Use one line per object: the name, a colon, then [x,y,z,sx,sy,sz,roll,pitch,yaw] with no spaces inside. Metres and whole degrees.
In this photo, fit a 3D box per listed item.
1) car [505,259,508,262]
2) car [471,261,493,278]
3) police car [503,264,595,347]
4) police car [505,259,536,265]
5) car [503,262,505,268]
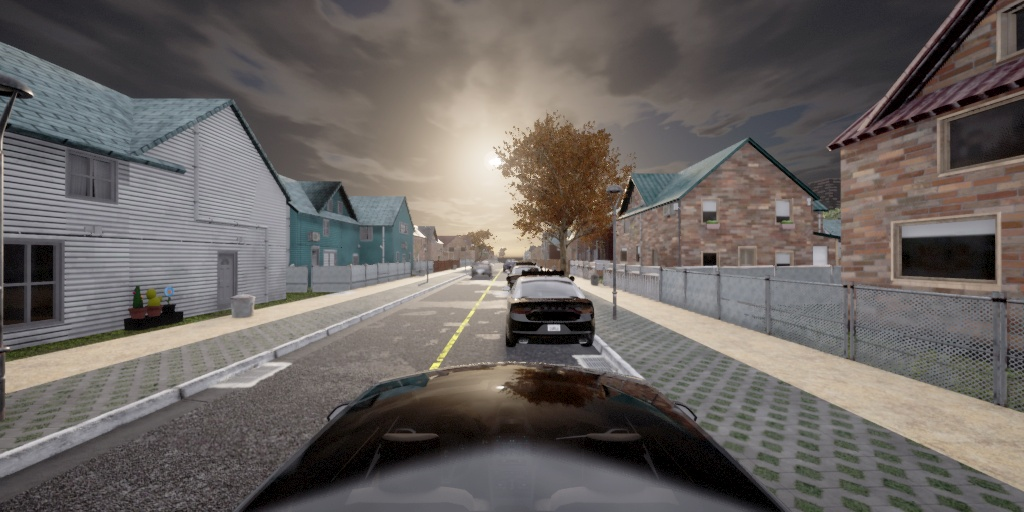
car: [0.733,1.113,25.336,2.097,1.767,4.553,0,0,0]
car: [-2.878,1.272,34.802,2.128,1.511,4.902,0,0,0]
police car: [0.796,1.178,9.476,1.930,1.638,5.238,0,0,0]
police car: [0.757,1.184,19.476,1.930,1.638,5.238,0,0,0]
car: [-0.141,1.213,49.072,2.097,1.767,4.553,0,0,0]
